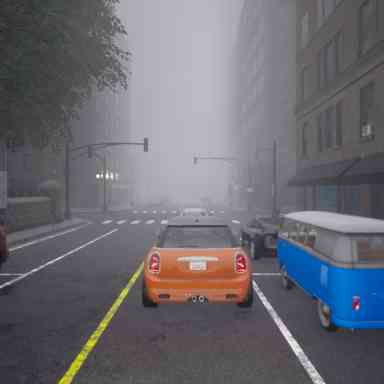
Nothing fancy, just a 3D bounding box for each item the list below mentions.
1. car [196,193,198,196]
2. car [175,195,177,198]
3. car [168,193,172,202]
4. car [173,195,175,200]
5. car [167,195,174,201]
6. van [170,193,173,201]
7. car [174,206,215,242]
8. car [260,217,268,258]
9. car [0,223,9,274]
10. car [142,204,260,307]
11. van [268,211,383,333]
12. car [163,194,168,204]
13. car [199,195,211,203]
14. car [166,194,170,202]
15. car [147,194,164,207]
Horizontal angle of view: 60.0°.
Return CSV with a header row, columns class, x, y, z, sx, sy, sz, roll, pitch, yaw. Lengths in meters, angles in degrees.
class,x,y,z,sx,sy,sz,roll,pitch,yaw
car,2.853,1.506,94.009,1.752,1.417,4.829,0,0,0
car,-5.672,1.289,82.913,2.192,1.841,5.009,0,0,0
car,-5.671,1.514,66.560,1.887,1.381,4.507,0,0,0
car,-5.671,1.522,77.462,2.008,1.369,4.403,0,0,0
car,-5.671,1.502,88.193,1.752,1.417,4.829,0,0,0
van,-5.671,1.311,72.011,1.690,1.788,3.998,0,0,0
car,0.101,1.520,17.114,1.812,1.442,4.674,0,0,0
car,2.856,1.563,12.220,1.947,1.339,4.313,0,0,0
car,-5.669,1.314,6.519,2.192,1.841,5.009,0,0,0
car,0.102,1.351,8.113,2.097,1.767,4.553,0,0,0
van,2.856,1.340,6.559,1.690,1.788,3.998,0,0,0
car,-5.670,1.521,55.658,2.008,1.369,4.403,0,0,0
car,2.854,1.409,66.596,1.967,1.590,4.097,0,0,0
car,-5.671,1.514,61.109,1.887,1.381,4.507,0,0,0
car,-5.670,1.497,50.038,1.752,1.417,4.829,0,0,0
